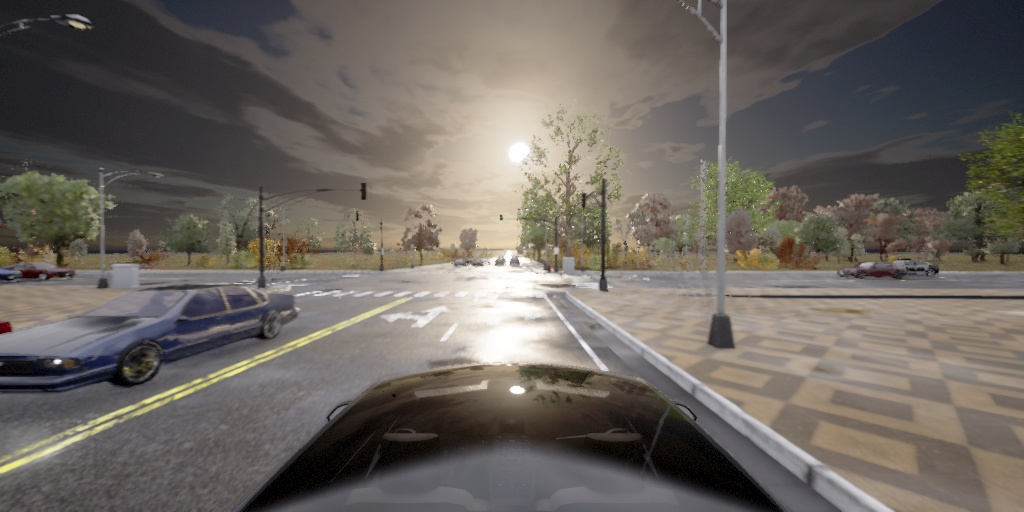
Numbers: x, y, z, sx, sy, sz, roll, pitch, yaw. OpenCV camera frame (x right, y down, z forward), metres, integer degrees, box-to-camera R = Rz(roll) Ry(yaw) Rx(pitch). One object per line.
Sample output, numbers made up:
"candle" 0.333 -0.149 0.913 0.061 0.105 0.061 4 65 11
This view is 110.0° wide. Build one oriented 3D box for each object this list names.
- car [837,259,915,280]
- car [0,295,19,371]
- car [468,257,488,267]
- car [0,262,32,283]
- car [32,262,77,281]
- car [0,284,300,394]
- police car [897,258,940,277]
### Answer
"car" 29.827 1.197 29.762 4.674 1.442 1.812 0 1 3
"car" -9.834 1.349 4.105 1.895 1.301 4.718 0 0 0
"car" -6.133 1.230 64.859 2.033 1.411 5.357 0 0 1
"car" -39.780 1.321 26.808 5.008 1.535 1.882 0 1 3
"car" -39.615 1.269 30.056 5.008 1.535 1.882 0 1 3
"car" -6.570 1.294 7.171 2.033 1.411 5.357 0 0 0
"police car" 35.502 1.042 32.657 5.238 1.638 1.930 0 1 3
